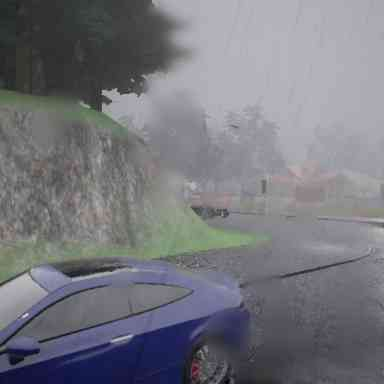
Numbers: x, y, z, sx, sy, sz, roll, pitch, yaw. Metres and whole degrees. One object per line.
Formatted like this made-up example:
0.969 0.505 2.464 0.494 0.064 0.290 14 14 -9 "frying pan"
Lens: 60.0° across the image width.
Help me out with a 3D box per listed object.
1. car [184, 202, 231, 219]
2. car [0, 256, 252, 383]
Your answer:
1.291 1.601 29.668 1.895 1.301 4.718 0 0 -35 "car"
-1.369 1.526 3.613 4.674 1.442 1.812 0 0 -36 "car"
